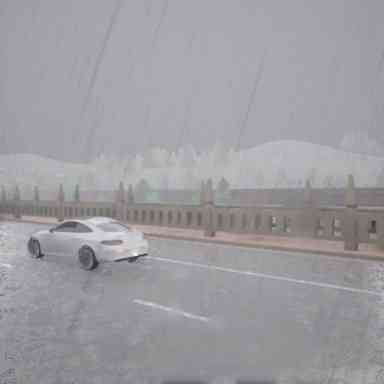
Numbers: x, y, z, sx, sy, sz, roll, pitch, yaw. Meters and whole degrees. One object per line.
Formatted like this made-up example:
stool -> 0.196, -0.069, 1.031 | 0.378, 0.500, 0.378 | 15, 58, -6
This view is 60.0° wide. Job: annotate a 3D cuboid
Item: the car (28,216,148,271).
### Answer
car -> -3.487, 1.530, 10.921 | 4.674, 1.442, 1.812 | 0, 0, 36
